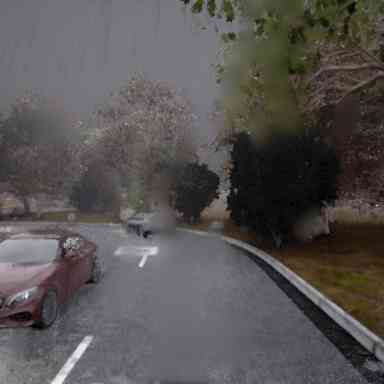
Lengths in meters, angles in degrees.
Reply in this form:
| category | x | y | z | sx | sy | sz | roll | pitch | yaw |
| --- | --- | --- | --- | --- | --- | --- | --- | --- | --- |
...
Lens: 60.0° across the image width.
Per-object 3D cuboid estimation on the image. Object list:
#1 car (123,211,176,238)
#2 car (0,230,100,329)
| category | x | y | z | sx | sy | sz | roll | pitch | yaw |
| --- | --- | --- | --- | --- | --- | --- | --- | --- | --- |
| car | -2.539 | 1.805 | 19.336 | 1.994 | 1.385 | 4.181 | 1 | -1 | -29 |
| car | -3.327 | 1.604 | 7.193 | 1.812 | 1.442 | 4.674 | 0 | -1 | -1 |
